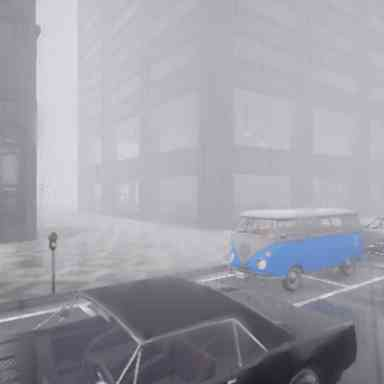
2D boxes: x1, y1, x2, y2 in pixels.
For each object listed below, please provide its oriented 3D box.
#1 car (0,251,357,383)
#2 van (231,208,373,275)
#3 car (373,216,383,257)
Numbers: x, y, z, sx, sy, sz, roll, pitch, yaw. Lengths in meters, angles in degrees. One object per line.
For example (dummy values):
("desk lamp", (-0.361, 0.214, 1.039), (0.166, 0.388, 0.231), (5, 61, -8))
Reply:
("car", (-0.640, 1.598, 2.924), (4.718, 1.301, 1.895), (0, 0, -36))
("van", (2.774, 1.323, 8.632), (3.998, 1.788, 1.690), (0, 0, -36))
("car", (7.347, 1.519, 11.897), (4.403, 1.369, 2.008), (0, 0, -36))
